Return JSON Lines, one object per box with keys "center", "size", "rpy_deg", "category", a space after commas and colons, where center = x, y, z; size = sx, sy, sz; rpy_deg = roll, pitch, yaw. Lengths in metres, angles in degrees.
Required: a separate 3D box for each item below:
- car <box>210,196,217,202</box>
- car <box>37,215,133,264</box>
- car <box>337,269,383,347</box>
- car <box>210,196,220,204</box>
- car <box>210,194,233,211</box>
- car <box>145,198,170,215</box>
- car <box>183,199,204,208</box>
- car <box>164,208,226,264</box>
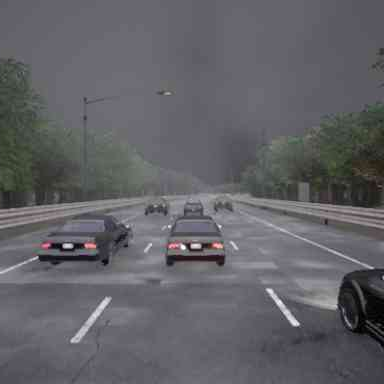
{"center": [5.557, 1.739, 86.596], "size": [1.812, 1.442, 4.674], "rpy_deg": [0, 0, 4], "category": "car"}
{"center": [-3.397, 1.521, 11.601], "size": [2.033, 1.411, 5.357], "rpy_deg": [0, 0, 0], "category": "car"}
{"center": [3.499, 1.528, 4.077], "size": [1.994, 1.385, 4.181], "rpy_deg": [0, 0, 0], "category": "car"}
{"center": [4.342, 1.518, 63.819], "size": [1.882, 1.535, 5.008], "rpy_deg": [0, 0, 3], "category": "car"}
{"center": [3.640, 1.307, 39.979], "size": [2.097, 1.767, 4.553], "rpy_deg": [0, 0, 1], "category": "car"}
{"center": [-3.333, 1.324, 32.915], "size": [2.097, 1.767, 4.553], "rpy_deg": [0, 0, 1], "category": "car"}
{"center": [0.169, 1.464, 33.150], "size": [2.128, 1.511, 4.902], "rpy_deg": [0, 0, 1], "category": "car"}
{"center": [0.101, 1.522, 11.599], "size": [2.033, 1.411, 5.357], "rpy_deg": [0, 0, 0], "category": "car"}
